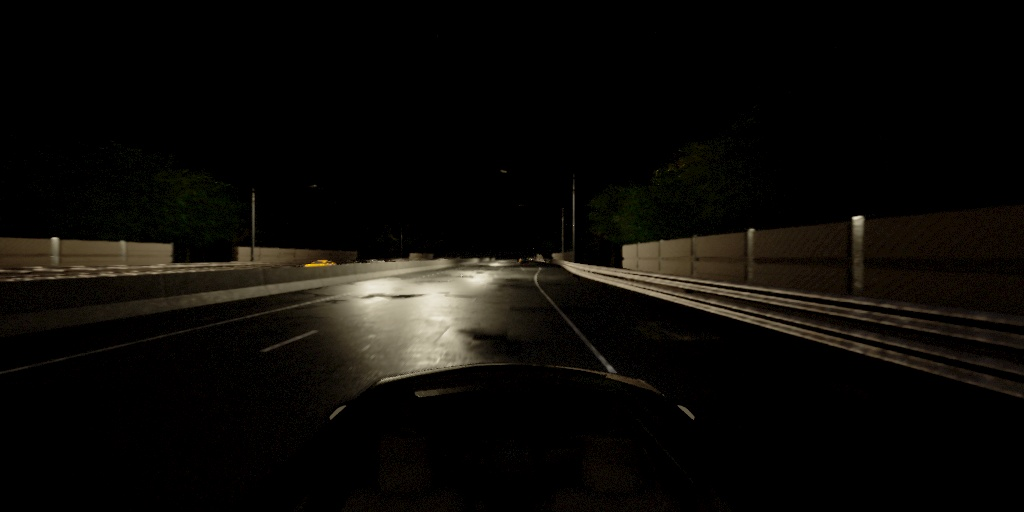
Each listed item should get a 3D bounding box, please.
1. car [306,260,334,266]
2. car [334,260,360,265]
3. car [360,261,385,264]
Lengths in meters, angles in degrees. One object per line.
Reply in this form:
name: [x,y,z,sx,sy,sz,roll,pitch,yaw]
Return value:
car: [-24.550,1.300,46.203,1.882,1.535,5.008,0,0,1]
car: [-21.054,1.328,47.379,1.837,1.490,4.892,0,0,0]
car: [-17.550,1.350,46.750,1.812,1.442,4.674,0,0,0]
